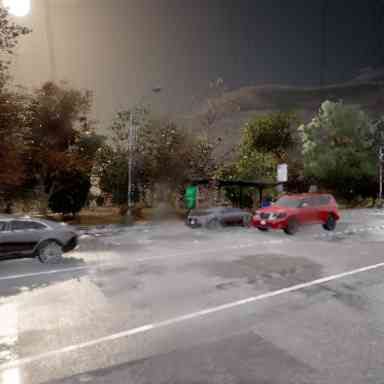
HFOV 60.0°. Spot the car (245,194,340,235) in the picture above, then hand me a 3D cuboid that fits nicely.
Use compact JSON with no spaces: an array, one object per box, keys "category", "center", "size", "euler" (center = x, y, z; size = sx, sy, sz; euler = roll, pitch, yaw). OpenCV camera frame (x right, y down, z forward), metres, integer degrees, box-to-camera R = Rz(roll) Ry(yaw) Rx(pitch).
[{"category":"car","center":[5.939,1.153,18.621],"size":[5.566,2.045,2.150],"euler":[-1,1,-34]}]

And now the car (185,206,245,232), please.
[{"category":"car","center":[1.679,1.514,19.881],"size":[4.181,1.385,1.994],"euler":[0,0,-35]}]

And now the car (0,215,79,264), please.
[{"category":"car","center":[-6.001,1.488,10.146],"size":[4.902,1.511,2.128],"euler":[0,0,-35]}]
